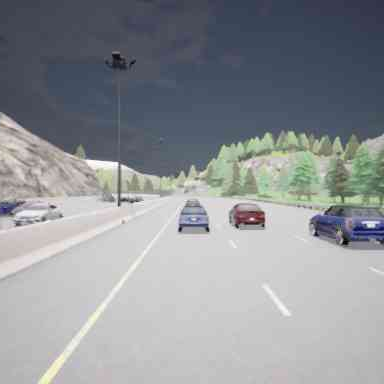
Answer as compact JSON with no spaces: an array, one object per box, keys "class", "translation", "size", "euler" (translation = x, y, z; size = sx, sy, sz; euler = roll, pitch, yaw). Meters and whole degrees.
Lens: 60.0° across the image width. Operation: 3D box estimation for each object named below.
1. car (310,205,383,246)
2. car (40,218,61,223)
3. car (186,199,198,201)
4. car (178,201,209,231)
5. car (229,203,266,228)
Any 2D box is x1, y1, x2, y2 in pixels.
[{"class":"car","translation":[7.101,1.351,15.314],"size":[2.097,1.767,4.553],"euler":[0,0,0]},{"class":"car","translation":[-10.596,1.524,23.355],"size":[1.812,1.442,4.674],"euler":[0,0,0]},{"class":"car","translation":[0.104,1.561,42.541],"size":[1.994,1.385,4.181],"euler":[0,0,0]},{"class":"car","translation":[0.101,1.546,20.764],"size":[2.033,1.411,5.357],"euler":[0,0,0]},{"class":"car","translation":[3.601,1.476,22.380],"size":[1.882,1.535,5.008],"euler":[0,0,0]}]
